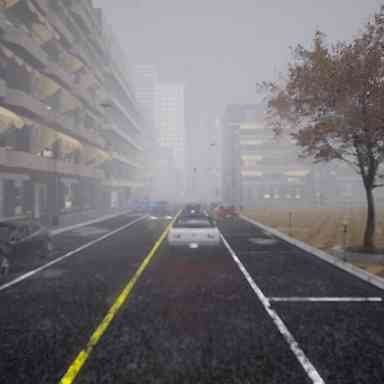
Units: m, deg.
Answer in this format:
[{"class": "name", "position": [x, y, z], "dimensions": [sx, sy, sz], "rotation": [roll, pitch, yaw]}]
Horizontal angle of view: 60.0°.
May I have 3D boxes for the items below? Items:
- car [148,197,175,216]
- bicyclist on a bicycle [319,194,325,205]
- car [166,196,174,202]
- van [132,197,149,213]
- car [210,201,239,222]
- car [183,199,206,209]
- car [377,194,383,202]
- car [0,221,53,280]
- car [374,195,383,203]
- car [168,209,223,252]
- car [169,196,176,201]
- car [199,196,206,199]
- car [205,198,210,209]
[{"class": "car", "position": [-3.084, 1.569, 34.516], "dimensions": [1.882, 1.535, 5.008], "rotation": [0, 0, 0]}, {"class": "bicyclist on a bicycle", "position": [20.252, 1.163, 51.905], "dimensions": [0.582, 1.620, 1.656], "rotation": [-1, 0, -1]}, {"class": "car", "position": [-5.685, 1.835, 86.589], "dimensions": [1.947, 1.339, 4.313], "rotation": [-1, 0, 0]}, {"class": "van", "position": [-5.694, 1.442, 37.587], "dimensions": [1.690, 1.788, 3.998], "rotation": [0, 0, 0]}, {"class": "car", "position": [2.687, 1.612, 26.533], "dimensions": [1.887, 1.381, 4.507], "rotation": [0, 0, 0]}, {"class": "car", "position": [0.088, 1.643, 30.384], "dimensions": [1.994, 1.385, 4.181], "rotation": [0, 0, 0]}, {"class": "car", "position": [37.927, 1.091, 63.471], "dimensions": [4.313, 1.339, 1.947], "rotation": [-1, 1, -1]}, {"class": "car", "position": [-5.695, 1.590, 9.953], "dimensions": [1.947, 1.339, 4.313], "rotation": [0, 0, 0]}, {"class": "car", "position": [32.474, 1.205, 55.014], "dimensions": [4.403, 1.369, 2.008], "rotation": [-1, 1, -1]}, {"class": "car", "position": [0.083, 1.635, 14.137], "dimensions": [1.895, 1.301, 4.718], "rotation": [0, 0, 0]}, {"class": "car", "position": [-5.686, 1.798, 81.062], "dimensions": [2.008, 1.369, 4.403], "rotation": [-1, 0, 0]}, {"class": "car", "position": [2.694, 1.709, 86.584], "dimensions": [1.967, 1.590, 4.097], "rotation": [-1, 0, 0]}, {"class": "car", "position": [2.688, 1.645, 37.584], "dimensions": [1.887, 1.381, 4.507], "rotation": [0, 0, 0]}]
